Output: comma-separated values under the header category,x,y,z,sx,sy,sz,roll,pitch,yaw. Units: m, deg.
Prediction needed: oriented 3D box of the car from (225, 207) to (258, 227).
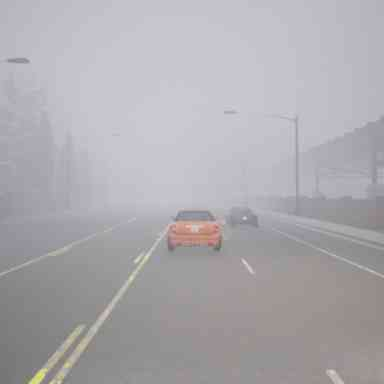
category,x,y,z,sx,sy,sz,roll,pitch,yaw
car,3.594,1.776,24.715,1.994,1.385,4.181,0,0,0

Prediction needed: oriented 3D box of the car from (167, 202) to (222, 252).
category,x,y,z,sx,sy,sz,roll,pitch,yaw
car,0.097,1.478,14.655,2.097,1.767,4.553,0,0,0

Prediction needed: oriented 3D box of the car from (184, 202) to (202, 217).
category,x,y,z,sx,sy,sz,roll,pitch,yaw
car,0.093,1.831,35.739,1.812,1.442,4.674,0,0,0
